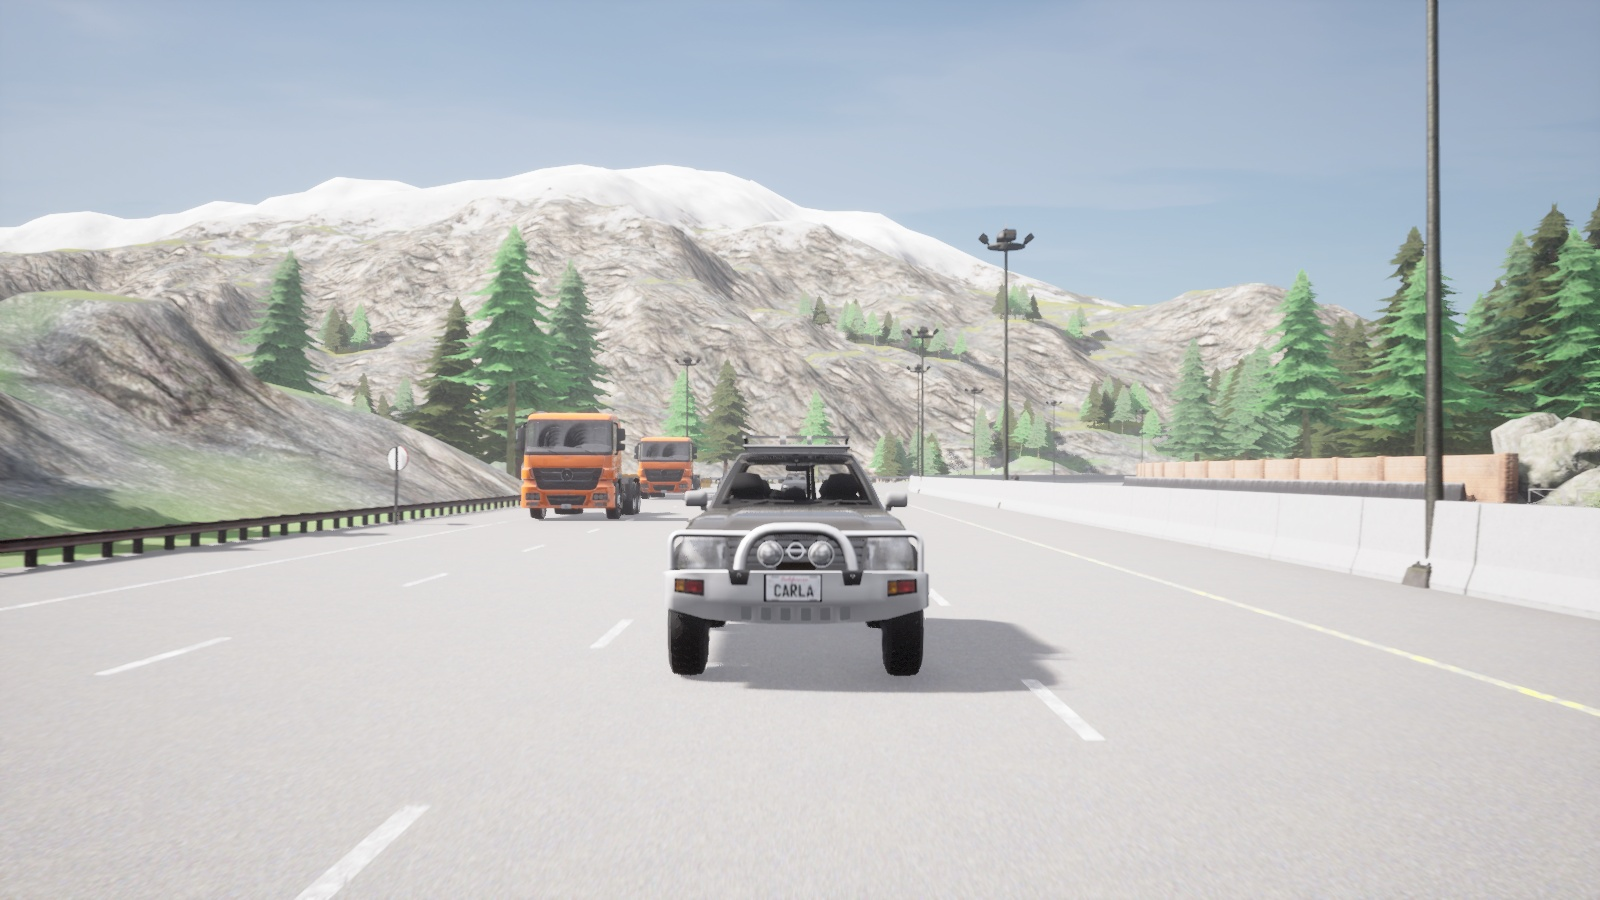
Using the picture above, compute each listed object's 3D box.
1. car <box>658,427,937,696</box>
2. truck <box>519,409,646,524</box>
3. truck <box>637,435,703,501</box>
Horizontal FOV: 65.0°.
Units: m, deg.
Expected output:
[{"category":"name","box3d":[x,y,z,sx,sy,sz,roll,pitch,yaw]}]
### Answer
[{"category":"car","box3d":[-0.028,0.816,11.028,1.932,1.855,4.605,0,-1,0]},{"category":"truck","box3d":[-7.106,0.567,42.161,2.891,3.462,7.936,0,-1,0]},{"category":"truck","box3d":[-7.174,1.036,70.188,2.891,3.462,7.936,0,-1,0]}]
